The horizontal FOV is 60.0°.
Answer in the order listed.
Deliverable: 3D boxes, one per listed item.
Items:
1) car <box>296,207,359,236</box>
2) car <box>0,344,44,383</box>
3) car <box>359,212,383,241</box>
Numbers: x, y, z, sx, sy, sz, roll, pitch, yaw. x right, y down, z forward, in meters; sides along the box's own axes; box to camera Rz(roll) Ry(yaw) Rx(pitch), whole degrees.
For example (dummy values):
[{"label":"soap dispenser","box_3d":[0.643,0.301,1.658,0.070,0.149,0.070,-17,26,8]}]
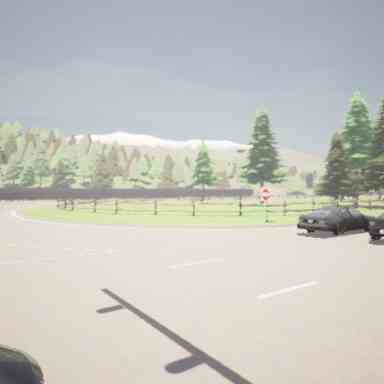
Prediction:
[{"label":"car","box_3d":[7.935,1.499,18.008,5.357,1.411,2.033,0,0,-36]},{"label":"car","box_3d":[-3.166,1.531,1.486,4.674,1.442,1.812,0,0,-36]},{"label":"car","box_3d":[9.756,1.478,15.009,4.674,1.442,1.812,0,0,-36]}]
